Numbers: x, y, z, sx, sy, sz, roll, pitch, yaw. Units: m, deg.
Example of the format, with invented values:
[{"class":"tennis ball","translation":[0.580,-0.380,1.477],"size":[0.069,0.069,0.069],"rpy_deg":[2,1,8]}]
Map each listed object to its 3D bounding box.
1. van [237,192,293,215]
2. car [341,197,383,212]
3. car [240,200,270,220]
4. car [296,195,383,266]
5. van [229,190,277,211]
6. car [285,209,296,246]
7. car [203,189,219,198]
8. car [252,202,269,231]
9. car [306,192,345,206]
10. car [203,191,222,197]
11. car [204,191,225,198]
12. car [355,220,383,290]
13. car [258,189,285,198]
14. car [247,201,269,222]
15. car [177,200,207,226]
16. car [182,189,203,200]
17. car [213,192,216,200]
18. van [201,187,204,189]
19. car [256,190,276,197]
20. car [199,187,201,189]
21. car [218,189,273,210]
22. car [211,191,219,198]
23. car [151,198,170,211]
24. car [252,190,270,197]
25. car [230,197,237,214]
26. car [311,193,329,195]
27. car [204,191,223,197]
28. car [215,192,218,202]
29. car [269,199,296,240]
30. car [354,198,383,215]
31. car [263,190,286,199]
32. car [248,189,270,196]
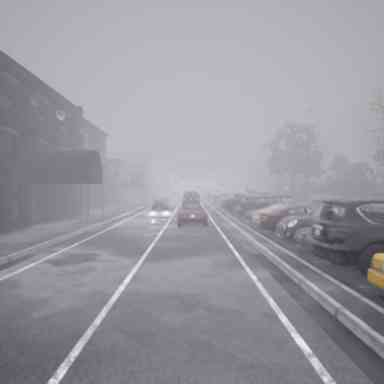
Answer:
[{"class":"van","translation":[6.095,1.182,26.184],"size":[4.442,1.987,1.878],"rpy_deg":[0,1,0]},{"class":"car","translation":[18.479,1.285,34.780],"size":[4.792,1.488,2.163],"rpy_deg":[0,1,0]},{"class":"car","translation":[5.998,1.476,23.229],"size":[4.674,1.452,2.002],"rpy_deg":[0,0,0]},{"class":"car","translation":[6.101,1.196,9.092],"size":[5.566,2.045,2.435],"rpy_deg":[0,0,0]},{"class":"van","translation":[6.065,1.086,31.714],"size":[4.442,1.987,1.878],"rpy_deg":[0,1,0]},{"class":"car","translation":[6.060,1.486,11.917],"size":[4.674,1.452,2.002],"rpy_deg":[0,0,0]},{"class":"car","translation":[5.473,0.727,74.827],"size":[4.674,1.452,2.002],"rpy_deg":[1,1,0]},{"class":"car","translation":[6.021,1.443,17.569],"size":[5.008,1.535,2.097],"rpy_deg":[0,0,0]},{"class":"car","translation":[18.418,0.929,45.946],"size":[4.553,1.767,2.185],"rpy_deg":[0,1,0]},{"class":"car","translation":[5.339,0.413,88.598],"size":[4.892,1.521,2.231],"rpy_deg":[0,1,0]},{"class":"car","translation":[5.443,0.608,80.251],"size":[4.792,1.488,2.163],"rpy_deg":[0,1,0]},{"class":"car","translation":[6.274,1.445,6.267],"size":[5.366,1.575,1.946],"rpy_deg":[0,0,0]},{"class":"car","translation":[18.545,0.380,77.566],"size":[5.566,2.045,2.435],"rpy_deg":[0,1,0]},{"class":"car","translation":[6.008,1.483,20.394],"size":[4.674,1.452,2.002],"rpy_deg":[0,0,0]},{"class":"car","translation":[0.024,1.484,22.996],"size":[1.994,1.385,4.181],"rpy_deg":[0,0,0]},{"class":"car","translation":[-0.103,0.923,41.468],"size":[2.150,2.045,5.566],"rpy_deg":[0,0,-1]},{"class":"car","translation":[5.857,1.046,48.669],"size":[4.674,1.452,2.002],"rpy_deg":[0,1,0]},{"class":"van","translation":[5.206,0.129,91.499],"size":[4.442,1.987,1.878],"rpy_deg":[0,1,0]},{"class":"car","translation":[18.501,0.392,83.263],"size":[4.553,1.767,2.185],"rpy_deg":[0,1,0]},{"class":"car","translation":[5.272,0.050,94.157],"size":[5.566,2.045,2.435],"rpy_deg":[0,1,0]},{"class":"car","translation":[5.905,1.010,34.538],"size":[5.566,2.045,2.435],"rpy_deg":[0,1,0]},{"class":"car","translation":[5.869,0.985,51.496],"size":[4.792,1.488,2.163],"rpy_deg":[0,1,0]},{"class":"car","translation":[-3.521,1.362,37.571],"size":[1.895,1.301,4.718],"rpy_deg":[0,1,0]},{"class":"car","translation":[18.394,0.284,88.706],"size":[4.553,1.767,2.185],"rpy_deg":[0,1,0]},{"class":"car","translation":[5.966,1.403,28.893],"size":[4.674,1.452,2.002],"rpy_deg":[0,1,0]},{"class":"car","translation":[18.459,1.103,43.249],"size":[5.008,1.535,2.097],"rpy_deg":[0,1,0]},{"class":"car","translation":[5.394,0.563,83.033],"size":[4.674,1.452,2.002],"rpy_deg":[0,1,0]},{"class":"car","translation":[6.071,1.105,43.019],"size":[5.366,1.575,1.946],"rpy_deg":[0,1,0]},{"class":"car","translation":[6.073,1.319,14.743],"size":[4.553,1.767,2.185],"rpy_deg":[0,0,0]},{"class":"car","translation":[18.494,1.336,31.957],"size":[4.792,1.488,2.163],"rpy_deg":[0,1,0]},{"class":"car","translation":[18.508,0.561,74.784],"size":[4.553,1.767,2.185],"rpy_deg":[0,1,0]},{"class":"car","translation":[18.430,0.100,91.613],"size":[5.566,2.045,2.435],"rpy_deg":[0,1,0]}]
